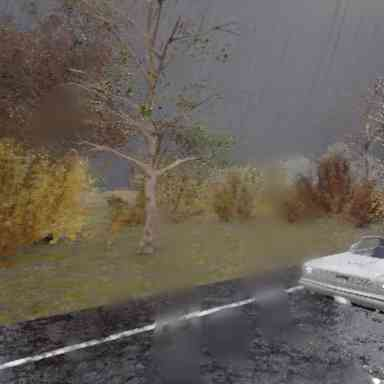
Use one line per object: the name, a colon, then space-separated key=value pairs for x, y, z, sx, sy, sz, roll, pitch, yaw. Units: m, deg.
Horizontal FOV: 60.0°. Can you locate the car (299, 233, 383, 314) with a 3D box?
car: x=4.447 y=1.603 z=7.170 sx=4.718 sy=1.301 sz=1.895 roll=0 pitch=0 yaw=-36
